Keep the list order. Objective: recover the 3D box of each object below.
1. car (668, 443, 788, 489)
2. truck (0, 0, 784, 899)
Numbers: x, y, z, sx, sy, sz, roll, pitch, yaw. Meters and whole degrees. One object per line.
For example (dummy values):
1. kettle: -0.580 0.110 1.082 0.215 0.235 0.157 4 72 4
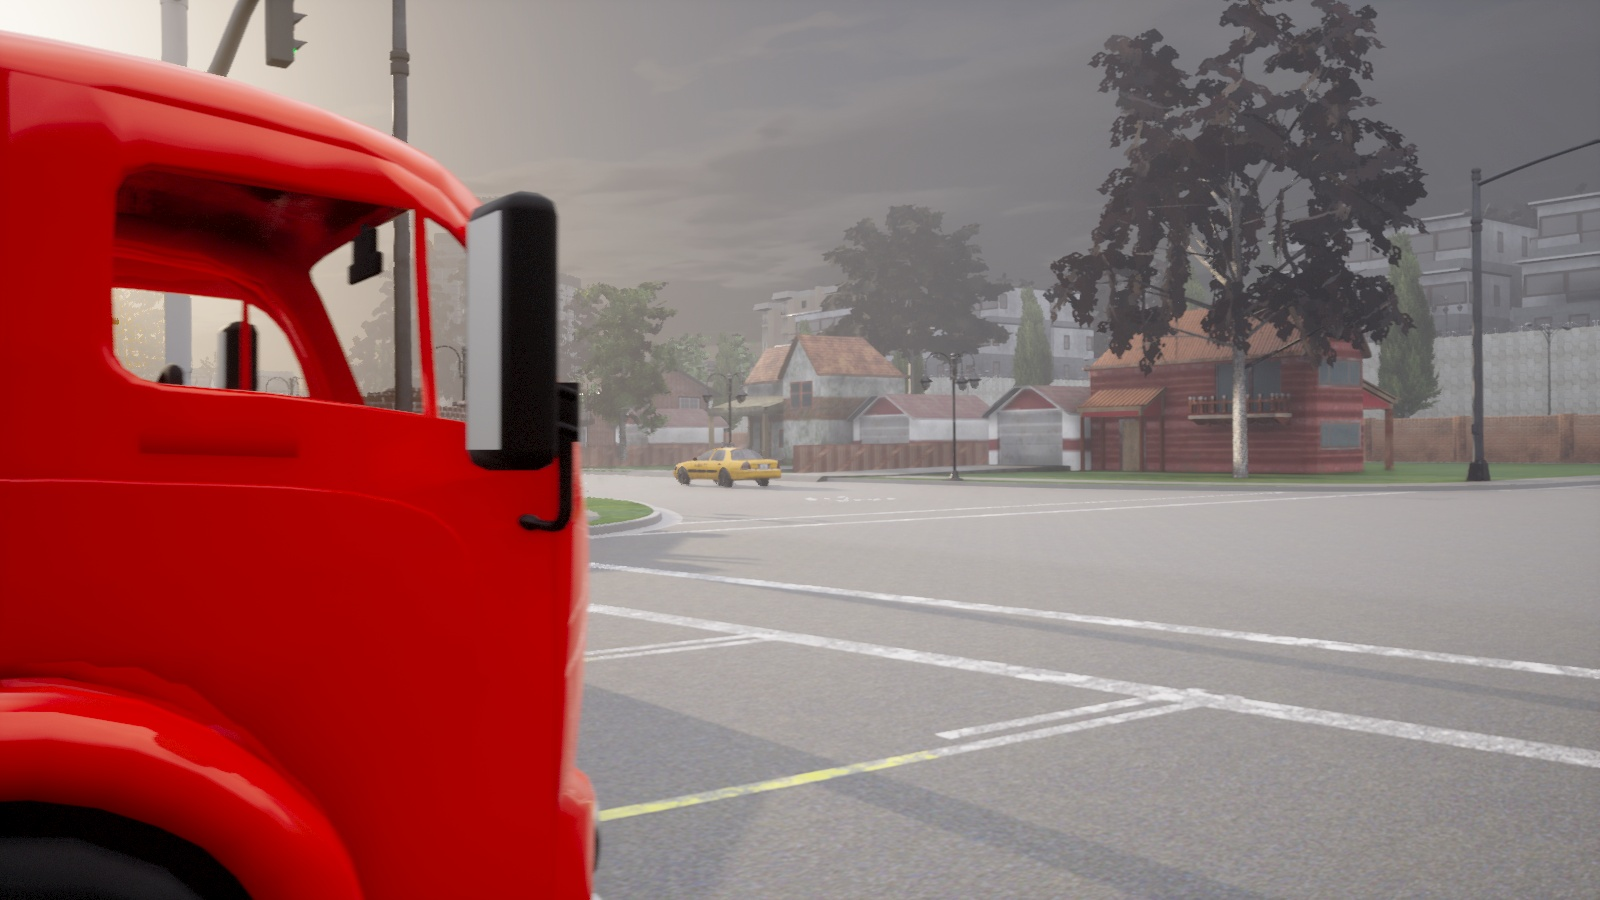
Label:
1. car: -2.756 0.558 46.577 1.801 1.575 5.366 -1 0 -36
2. truck: -2.920 0.272 1.657 5.204 2.467 2.627 0 0 -34
